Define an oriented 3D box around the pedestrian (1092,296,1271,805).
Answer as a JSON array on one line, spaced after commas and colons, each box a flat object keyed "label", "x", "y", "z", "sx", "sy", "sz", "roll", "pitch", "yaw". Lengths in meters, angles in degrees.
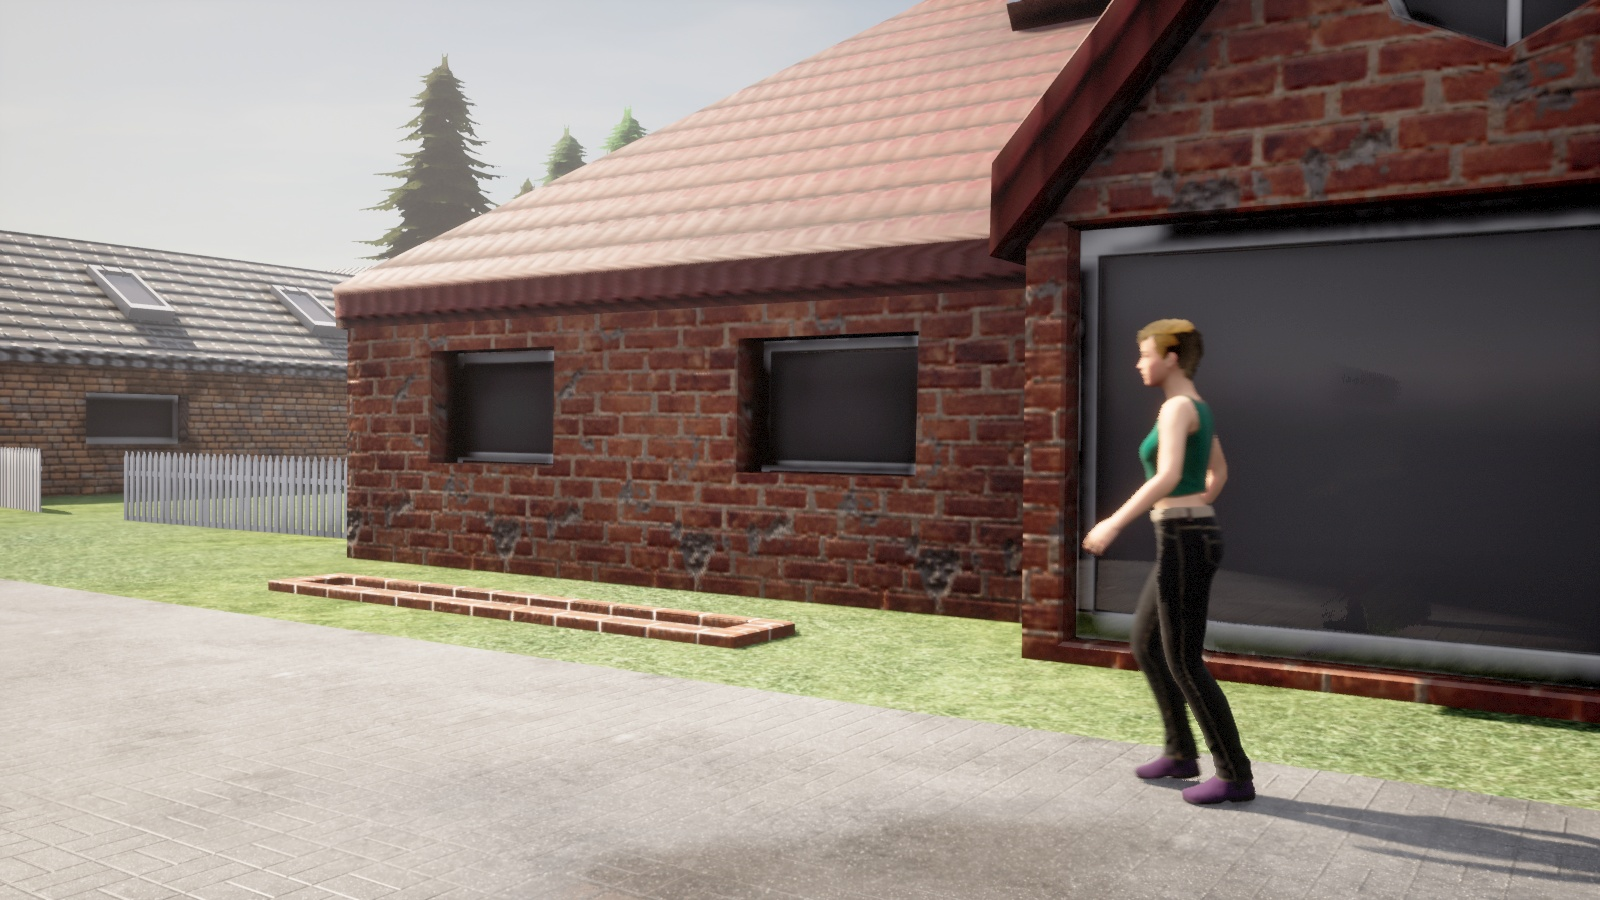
[{"label": "pedestrian", "x": 1.465, "y": 0.362, "z": 4.814, "sx": 0.594, "sy": 1.836, "sz": 0.345, "roll": 0, "pitch": 1, "yaw": 28}]
